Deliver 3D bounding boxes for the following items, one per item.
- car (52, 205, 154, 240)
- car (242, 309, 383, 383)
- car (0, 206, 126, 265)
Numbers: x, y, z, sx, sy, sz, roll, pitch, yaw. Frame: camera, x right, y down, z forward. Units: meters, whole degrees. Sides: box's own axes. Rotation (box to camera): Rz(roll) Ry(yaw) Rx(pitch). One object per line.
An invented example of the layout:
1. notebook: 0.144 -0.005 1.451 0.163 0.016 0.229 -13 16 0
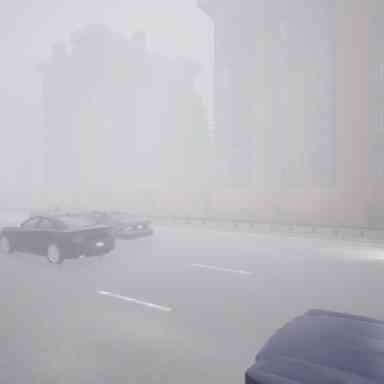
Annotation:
1. car: -4.252 1.547 15.641 5.357 1.411 2.033 0 0 36
2. car: 2.670 1.600 2.086 4.718 1.301 1.895 0 0 36
3. car: -4.868 1.477 11.774 5.008 1.535 1.882 0 0 36
